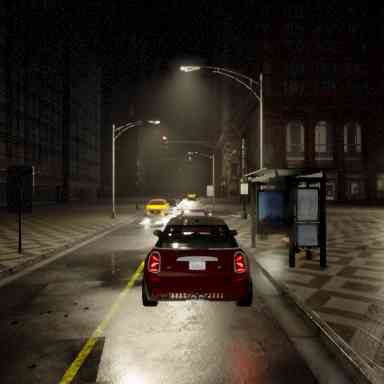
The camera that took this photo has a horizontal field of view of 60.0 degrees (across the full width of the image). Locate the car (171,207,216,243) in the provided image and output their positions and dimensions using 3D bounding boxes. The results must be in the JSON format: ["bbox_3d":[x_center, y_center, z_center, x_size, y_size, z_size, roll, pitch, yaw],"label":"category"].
[{"bbox_3d":[0.083,1.558,16.791,1.994,1.385,4.181,0,0,0],"label":"car"}]

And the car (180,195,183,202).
[{"bbox_3d":[-3.120,1.502,59.751,1.895,1.301,4.718,0,0,0],"label":"car"}]

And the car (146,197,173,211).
[{"bbox_3d":[-3.125,1.448,30.832,1.882,1.535,5.008,0,0,0],"label":"car"}]

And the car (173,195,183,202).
[{"bbox_3d":[-3.056,1.391,74.161,2.033,1.411,5.357,0,0,0],"label":"car"}]

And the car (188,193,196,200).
[{"bbox_3d":[-0.065,1.126,84.356,1.882,1.535,5.008,0,0,0],"label":"car"}]

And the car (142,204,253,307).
[{"bbox_3d":[0.094,1.352,8.148,2.097,1.767,4.553,0,0,0],"label":"car"}]

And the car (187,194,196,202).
[{"bbox_3d":[-0.057,1.441,74.382,1.895,1.301,4.718,0,0,0],"label":"car"}]

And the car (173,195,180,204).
[{"bbox_3d":[-3.133,1.439,48.304,1.837,1.490,4.892,0,0,0],"label":"car"}]
